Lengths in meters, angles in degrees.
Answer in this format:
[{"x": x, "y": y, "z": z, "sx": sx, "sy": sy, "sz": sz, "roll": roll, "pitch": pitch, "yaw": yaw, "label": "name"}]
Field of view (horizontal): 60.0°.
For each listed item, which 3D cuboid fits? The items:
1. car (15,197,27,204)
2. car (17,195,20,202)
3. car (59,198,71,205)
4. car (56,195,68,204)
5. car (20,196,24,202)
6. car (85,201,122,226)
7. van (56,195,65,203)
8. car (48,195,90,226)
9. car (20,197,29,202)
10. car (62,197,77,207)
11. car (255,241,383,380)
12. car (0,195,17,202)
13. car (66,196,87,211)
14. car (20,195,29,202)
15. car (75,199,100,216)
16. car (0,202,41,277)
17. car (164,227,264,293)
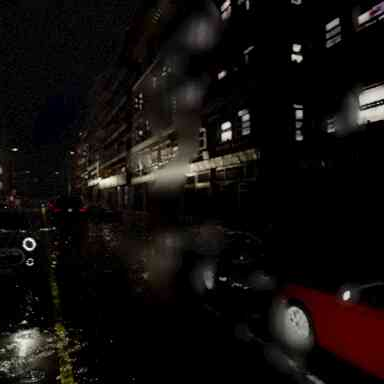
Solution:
[{"x": -34.015, "y": 1.698, "z": 66.178, "sx": 1.887, "sy": 1.381, "sz": 4.507, "roll": 2, "pitch": -1, "yaw": -24, "label": "car"}, {"x": -20.294, "y": 1.346, "z": 35.964, "sx": 2.192, "sy": 1.841, "sz": 5.009, "roll": 2, "pitch": -1, "yaw": -24, "label": "car"}, {"x": -24.563, "y": 1.795, "z": 64.332, "sx": 1.802, "sy": 1.307, "sz": 4.206, "roll": 2, "pitch": -1, "yaw": -24, "label": "car"}, {"x": -29.127, "y": 1.581, "z": 74.410, "sx": 2.192, "sy": 1.841, "sz": 5.009, "roll": 2, "pitch": -1, "yaw": -24, "label": "car"}, {"x": -24.874, "y": 1.630, "z": 46.034, "sx": 1.947, "sy": 1.339, "sz": 4.313, "roll": 2, "pitch": -1, "yaw": -24, "label": "car"}, {"x": -6.244, "y": 1.622, "z": 24.053, "sx": 1.887, "sy": 1.381, "sz": 4.507, "roll": 2, "pitch": -1, "yaw": -24, "label": "car"}, {"x": -31.415, "y": 1.636, "z": 79.447, "sx": 1.690, "sy": 1.788, "sz": 3.998, "roll": 2, "pitch": -1, "yaw": -24, "label": "van"}, {"x": -9.100, "y": 1.276, "z": 24.279, "sx": 2.150, "sy": 2.045, "sz": 5.566, "roll": 1, "pitch": 0, "yaw": -24, "label": "car"}, {"x": -40.874, "y": 1.823, "z": 81.287, "sx": 1.802, "sy": 1.307, "sz": 4.206, "roll": 2, "pitch": -1, "yaw": -24, "label": "car"}, {"x": -19.987, "y": 1.609, "z": 54.261, "sx": 1.967, "sy": 1.590, "sz": 4.097, "roll": 2, "pitch": -1, "yaw": -24, "label": "car"}, {"x": 2.897, "y": 1.594, "z": 3.906, "sx": 1.887, "sy": 1.381, "sz": 4.507, "roll": 2, "pitch": -1, "yaw": -24, "label": "car"}, {"x": -18.009, "y": 1.332, "z": 30.929, "sx": 2.192, "sy": 1.841, "sz": 5.009, "roll": 2, "pitch": -1, "yaw": -24, "label": "car"}, {"x": -15.411, "y": 1.447, "z": 44.189, "sx": 2.192, "sy": 1.841, "sz": 5.009, "roll": 2, "pitch": -1, "yaw": -24, "label": "car"}, {"x": -31.722, "y": 1.443, "z": 61.145, "sx": 2.192, "sy": 1.841, "sz": 5.009, "roll": 2, "pitch": -1, "yaw": -24, "label": "car"}, {"x": -10.806, "y": 1.543, "z": 34.131, "sx": 1.967, "sy": 1.590, "sz": 4.097, "roll": 2, "pitch": -1, "yaw": -24, "label": "car"}, {"x": -5.746, "y": 1.352, "z": 10.016, "sx": 2.097, "sy": 1.767, "sz": 4.553, "roll": 1, "pitch": -1, "yaw": -25, "label": "car"}, {"x": 0.611, "y": 1.604, "z": 8.944, "sx": 2.008, "sy": 1.369, "sz": 4.403, "roll": 2, "pitch": -1, "yaw": -24, "label": "car"}]
